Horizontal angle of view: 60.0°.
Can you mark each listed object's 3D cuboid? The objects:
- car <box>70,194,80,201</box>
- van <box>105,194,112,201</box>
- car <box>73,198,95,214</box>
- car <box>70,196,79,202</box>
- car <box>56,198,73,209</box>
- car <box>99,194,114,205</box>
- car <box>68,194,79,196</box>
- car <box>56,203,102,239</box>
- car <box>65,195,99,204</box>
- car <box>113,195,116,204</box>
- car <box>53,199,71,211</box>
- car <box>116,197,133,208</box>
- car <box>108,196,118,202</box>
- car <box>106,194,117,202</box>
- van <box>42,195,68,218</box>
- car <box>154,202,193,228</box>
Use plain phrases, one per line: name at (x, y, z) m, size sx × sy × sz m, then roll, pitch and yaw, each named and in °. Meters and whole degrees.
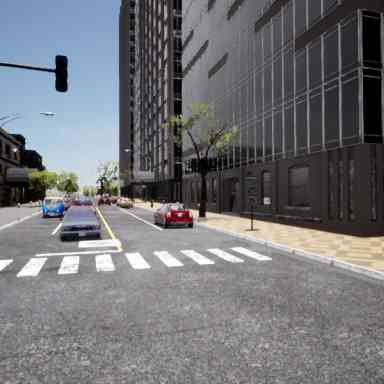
car at (-29.207, 1.369, 83.198) m, size 2.192 × 1.841 × 5.009 m, roll 1°, pitch 0°, yaw -17°
van at (-22.866, 1.401, 90.979) m, size 1.690 × 1.788 × 3.998 m, roll 1°, pitch 0°, yaw -17°
car at (-11.992, 1.515, 37.069) m, size 2.128 × 1.511 × 4.902 m, roll 0°, pitch 0°, yaw -17°
car at (-27.502, 1.575, 77.755) m, size 1.752 × 1.417 × 4.829 m, roll 1°, pitch 0°, yaw -17°
car at (-17.608, 1.595, 46.234) m, size 1.947 × 1.339 × 4.313 m, roll 1°, pitch 0°, yaw -17°
car at (-15.132, 1.389, 57.310) m, size 2.097 × 1.767 × 4.553 m, roll 0°, pitch 0°, yaw -17°
car at (-20.919, 1.351, 56.796) m, size 2.192 × 1.841 × 5.009 m, roll 1°, pitch 0°, yaw -17°
car at (-5.974, 1.558, 17.707) m, size 2.033 × 1.411 × 5.357 m, roll 0°, pitch 0°, yaw -21°
car at (-8.912, 1.369, 27.160) m, size 2.097 × 1.767 × 4.553 m, roll 0°, pitch 0°, yaw -17°
car at (-11.316, 1.561, 54.175) m, size 1.752 × 1.417 × 4.829 m, roll 1°, pitch 0°, yaw -17°
car at (-15.951, 1.608, 40.953) m, size 1.802 × 1.307 × 4.206 m, roll 1°, pitch 0°, yaw -17°
car at (-9.659, 1.558, 48.895) m, size 1.752 × 1.417 × 4.829 m, roll 1°, pitch 0°, yaw -17°
car at (-17.947, 1.575, 75.298) m, size 1.752 × 1.417 × 4.829 m, roll 1°, pitch 0°, yaw -17°
car at (-19.551, 1.368, 80.418) m, size 2.192 × 1.841 × 5.009 m, roll 1°, pitch 0°, yaw -17°
van at (-12.632, 1.360, 30.394) m, size 1.690 × 1.788 × 3.998 m, roll 1°, pitch 0°, yaw -17°
car at (-1.318, 1.455, 22.328) m, size 1.967 × 1.590 × 4.097 m, roll 1°, pitch 0°, yaw -17°
